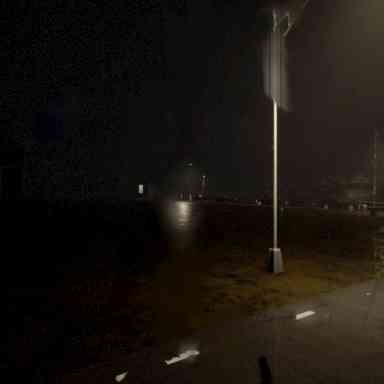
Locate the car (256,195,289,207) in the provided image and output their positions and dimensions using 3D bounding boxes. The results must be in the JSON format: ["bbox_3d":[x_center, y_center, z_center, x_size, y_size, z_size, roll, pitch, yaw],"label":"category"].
[{"bbox_3d":[10.653,1.169,44.268,1.837,1.490,4.892,2,0,-35],"label":"car"}]

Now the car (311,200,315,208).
[{"bbox_3d":[17.254,1.316,41.320,1.882,1.535,5.008,2,0,-35],"label":"car"}]

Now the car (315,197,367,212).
[{"bbox_3d":[16.401,1.285,36.148,1.837,1.490,4.892,2,0,-35],"label":"car"}]

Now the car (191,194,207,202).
[{"bbox_3d":[1.813,1.090,62.982,1.837,1.490,4.892,2,0,-35],"label":"car"}]

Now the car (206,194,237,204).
[{"bbox_3d":[4.891,1.166,52.417,1.895,1.301,4.718,2,-1,-35],"label":"car"}]
